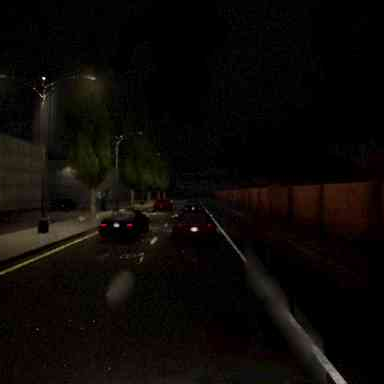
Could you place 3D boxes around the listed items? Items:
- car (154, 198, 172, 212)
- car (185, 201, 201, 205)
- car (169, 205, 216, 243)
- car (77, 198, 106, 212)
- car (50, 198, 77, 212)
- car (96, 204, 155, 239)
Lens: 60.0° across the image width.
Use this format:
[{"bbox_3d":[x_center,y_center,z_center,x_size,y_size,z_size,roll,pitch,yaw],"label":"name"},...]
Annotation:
[{"bbox_3d":[-3.408,1.491,39.491,1.882,1.535,5.008,0,0,0],"label":"car"},{"bbox_3d":[0.094,1.559,32.420,2.033,1.411,5.357,0,0,0],"label":"car"},{"bbox_3d":[0.096,1.570,16.268,1.994,1.385,4.181,0,0,0],"label":"car"},{"bbox_3d":[-11.565,1.491,39.367,1.882,1.535,5.008,0,0,0],"label":"car"},{"bbox_3d":[-15.065,1.491,39.365,1.882,1.535,5.008,0,0,0],"label":"car"},{"bbox_3d":[-3.403,1.553,17.489,2.033,1.411,5.357,0,0,0],"label":"car"}]
